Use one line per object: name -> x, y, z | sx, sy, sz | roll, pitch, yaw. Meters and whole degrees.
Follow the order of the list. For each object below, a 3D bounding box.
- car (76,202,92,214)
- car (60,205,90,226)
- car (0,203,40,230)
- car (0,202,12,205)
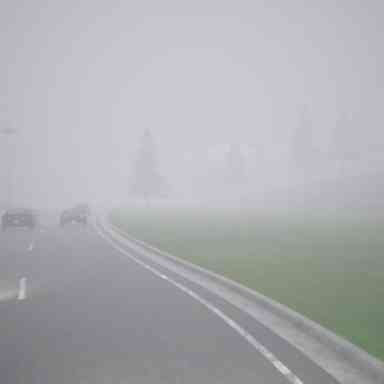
car -> -13.070, 2.019, 39.907 | 1.837, 1.490, 4.892 | 0, 0, -13
car -> -9.369, 1.947, 26.534 | 1.895, 1.301, 4.718 | 0, -1, -18
car -> -12.219, 1.818, 24.049 | 1.882, 1.535, 5.008 | 0, -1, -18
car -> -31.452, 2.381, 56.493 | 1.994, 1.385, 4.181 | 0, -1, -9
